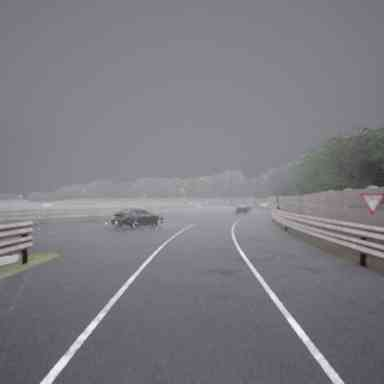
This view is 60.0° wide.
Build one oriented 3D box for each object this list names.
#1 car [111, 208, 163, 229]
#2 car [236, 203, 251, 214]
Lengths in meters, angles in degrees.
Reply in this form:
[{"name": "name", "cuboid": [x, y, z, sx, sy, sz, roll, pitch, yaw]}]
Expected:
[{"name": "car", "cuboid": [-4.185, 2.040, 26.123, 1.837, 1.490, 4.892, 0, -1, 32]}, {"name": "car", "cuboid": [8.396, 2.780, 54.512, 1.882, 1.535, 5.008, 0, -1, 16]}]
